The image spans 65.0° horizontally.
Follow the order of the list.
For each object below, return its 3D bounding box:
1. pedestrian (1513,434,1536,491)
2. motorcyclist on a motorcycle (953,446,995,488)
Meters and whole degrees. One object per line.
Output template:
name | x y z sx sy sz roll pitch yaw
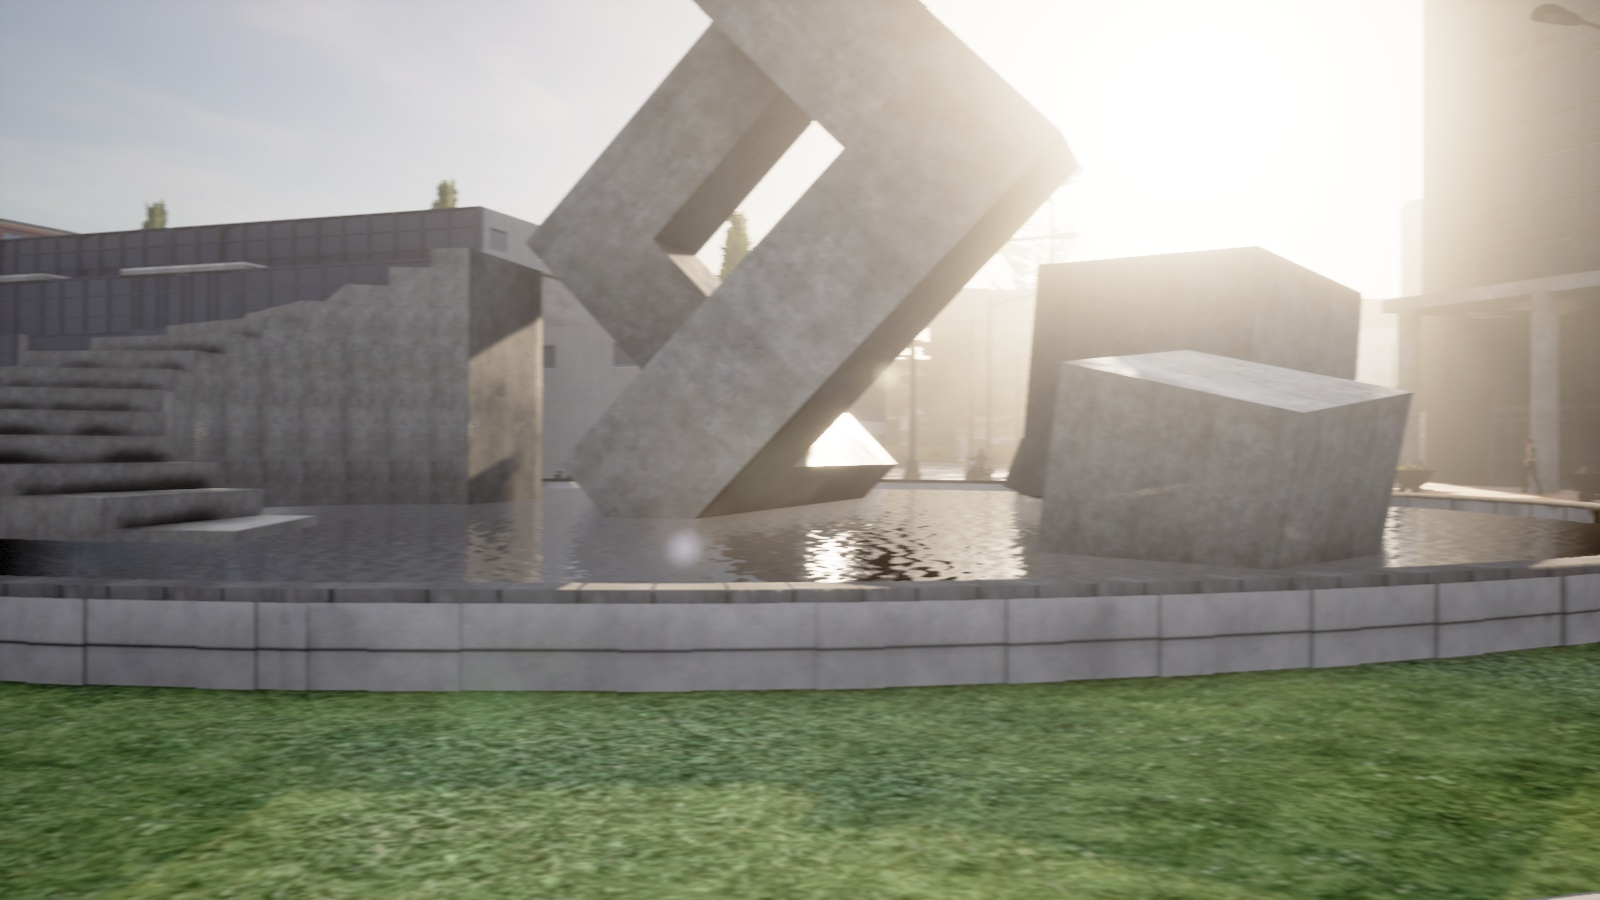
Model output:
pedestrian | 23.712 0.403 41.099 0.345 1.836 0.594 0 0 -15
motorcyclist on a motorcycle | 7.045 0.687 50.797 0.766 1.649 2.350 0 0 32
